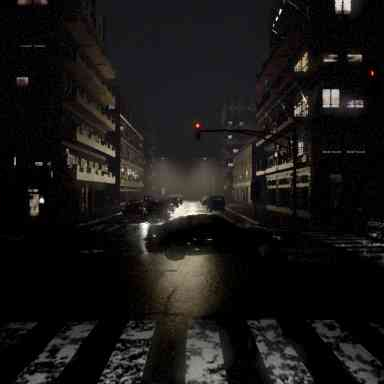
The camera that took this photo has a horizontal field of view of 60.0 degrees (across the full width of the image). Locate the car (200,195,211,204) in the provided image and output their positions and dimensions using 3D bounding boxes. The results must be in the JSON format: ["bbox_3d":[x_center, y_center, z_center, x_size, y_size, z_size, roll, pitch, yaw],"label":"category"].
[{"bbox_3d":[2.627,1.419,65.401,1.967,1.590,4.097,0,0,0],"label":"car"}]

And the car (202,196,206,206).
[{"bbox_3d":[2.701,1.533,43.077,1.887,1.381,4.507,0,0,0],"label":"car"}]

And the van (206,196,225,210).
[{"bbox_3d":[2.730,1.331,36.873,1.690,1.788,3.998,0,0,0],"label":"van"}]

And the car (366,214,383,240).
[{"bbox_3d":[9.945,1.196,14.146,4.553,1.767,2.097,-1,0,-3],"label":"car"}]

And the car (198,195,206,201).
[{"bbox_3d":[2.648,1.527,87.728,1.947,1.339,4.313,0,0,0],"label":"car"}]

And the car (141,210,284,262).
[{"bbox_3d":[0.754,1.498,11.472,4.674,1.442,1.812,-1,0,0],"label":"car"}]

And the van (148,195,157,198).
[{"bbox_3d":[-5.369,1.329,43.084,1.690,1.788,3.998,0,0,0],"label":"van"}]

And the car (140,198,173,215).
[{"bbox_3d":[-2.812,1.519,27.390,1.812,1.442,4.674,0,0,-1],"label":"car"}]

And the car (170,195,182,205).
[{"bbox_3d":[-2.795,1.512,46.948,1.812,1.442,4.674,0,0,0],"label":"car"}]

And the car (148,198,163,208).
[{"bbox_3d":[-5.317,1.568,48.665,1.802,1.307,4.206,0,0,0],"label":"car"}]

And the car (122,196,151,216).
[{"bbox_3d":[-5.414,1.432,31.920,1.967,1.590,4.097,0,0,0],"label":"car"}]

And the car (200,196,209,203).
[{"bbox_3d":[2.632,1.520,70.983,1.887,1.381,4.507,0,0,0],"label":"car"}]

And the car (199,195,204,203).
[{"bbox_3d":[2.619,1.550,54.239,1.947,1.339,4.313,0,0,0],"label":"car"}]

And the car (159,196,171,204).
[{"bbox_3d":[-5.253,1.523,65.409,1.887,1.381,4.507,0,0,0],"label":"car"}]

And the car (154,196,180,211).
[{"bbox_3d":[-2.814,1.537,37.036,2.033,1.411,5.357,0,0,0],"label":"car"}]

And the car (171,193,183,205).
[{"bbox_3d":[-2.747,1.204,57.591,2.150,2.045,5.566,0,0,1],"label":"car"}]

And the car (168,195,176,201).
[{"bbox_3d":[-5.233,1.512,87.735,2.008,1.369,4.403,0,0,0],"label":"car"}]
